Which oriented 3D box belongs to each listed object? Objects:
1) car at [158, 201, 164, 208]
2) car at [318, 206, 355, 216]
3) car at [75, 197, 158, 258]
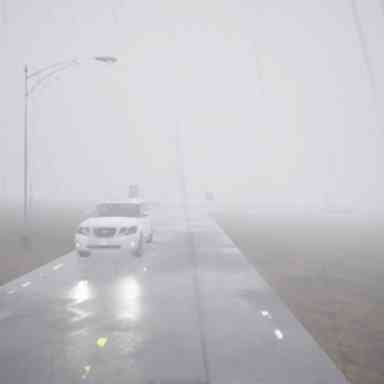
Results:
[{"bbox_3d":[-6.431,1.491,47.087,4.902,1.511,2.128,3,-2,0],"label":"car"},{"bbox_3d":[20.543,2.700,47.233,4.718,1.301,1.895,2,-2,0],"label":"car"},{"bbox_3d":[-2.846,1.293,13.476,2.150,2.045,5.566,0,0,0],"label":"car"}]
